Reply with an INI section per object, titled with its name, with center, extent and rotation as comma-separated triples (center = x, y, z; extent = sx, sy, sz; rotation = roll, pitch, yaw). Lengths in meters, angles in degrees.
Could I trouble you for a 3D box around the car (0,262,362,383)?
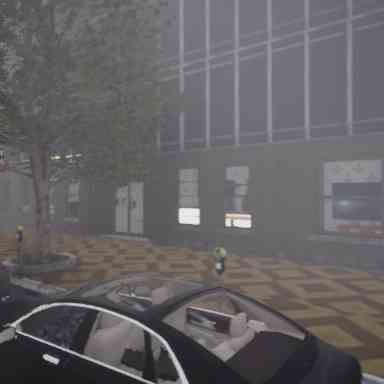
[car]
center = -0.677, 1.555, 3.357
extent = 4.403, 1.369, 2.008
rotation = 0, 0, 35
